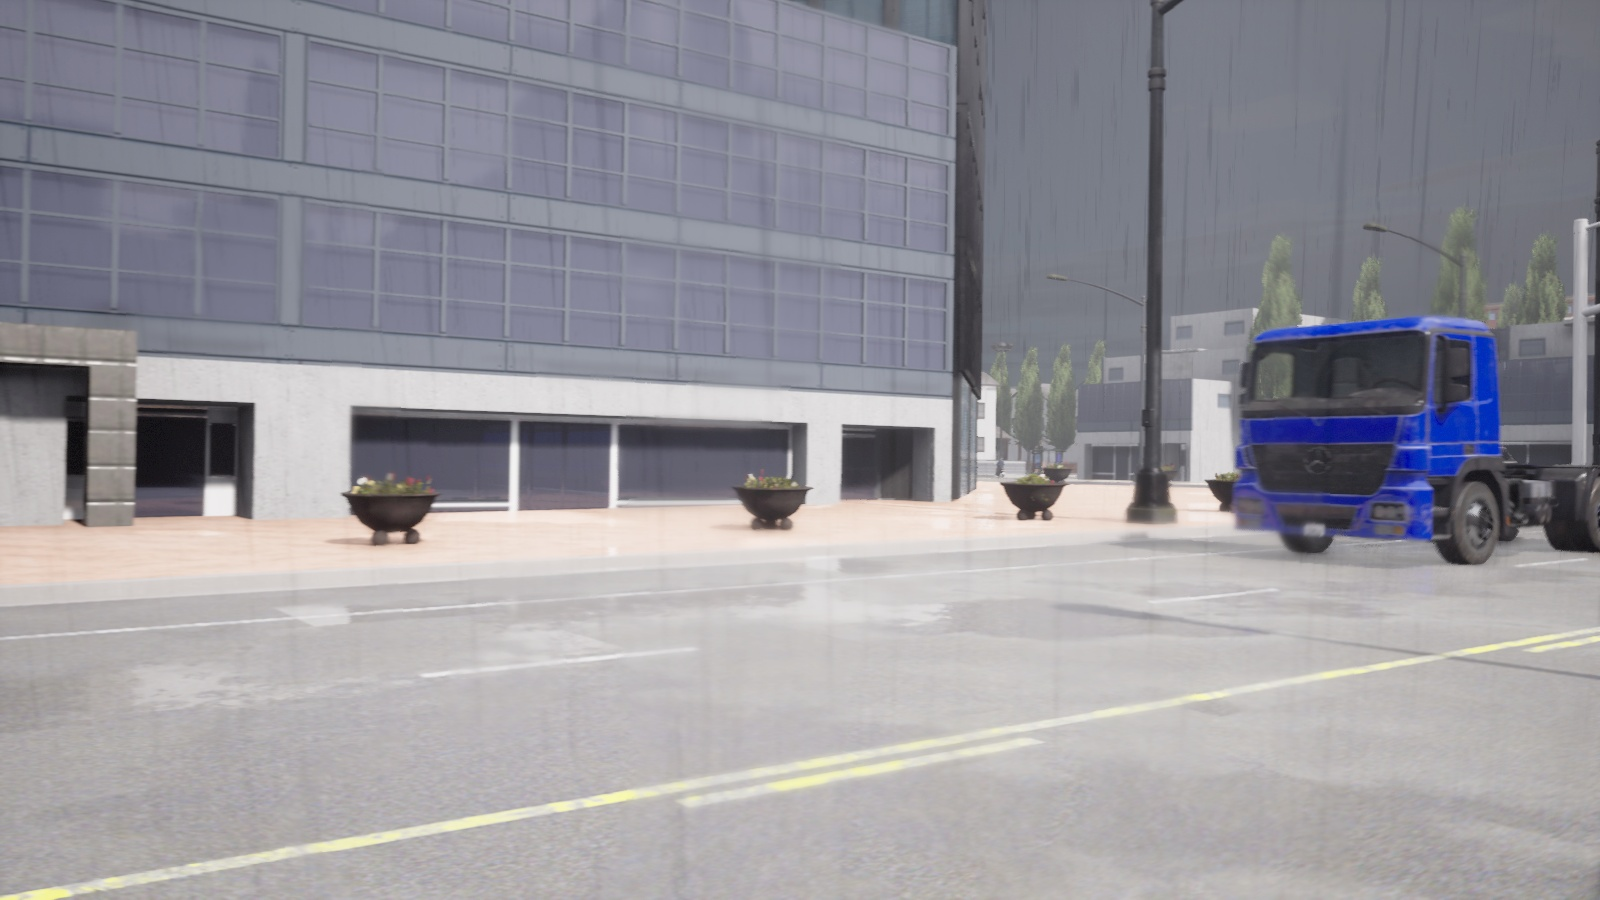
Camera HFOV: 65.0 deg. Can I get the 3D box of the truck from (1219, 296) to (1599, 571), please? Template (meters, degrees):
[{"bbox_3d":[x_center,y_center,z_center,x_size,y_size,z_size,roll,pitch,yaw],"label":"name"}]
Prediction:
[{"bbox_3d":[10.145,-0.208,19.250,7.936,3.462,2.891,0,0,-35],"label":"truck"}]

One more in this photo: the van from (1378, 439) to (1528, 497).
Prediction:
[{"bbox_3d":[24.153,0.653,46.605,2.069,2.038,4.480,1,-1,-34],"label":"van"}]
